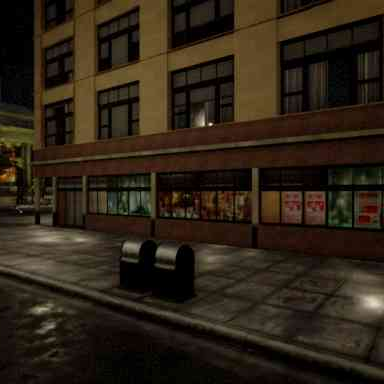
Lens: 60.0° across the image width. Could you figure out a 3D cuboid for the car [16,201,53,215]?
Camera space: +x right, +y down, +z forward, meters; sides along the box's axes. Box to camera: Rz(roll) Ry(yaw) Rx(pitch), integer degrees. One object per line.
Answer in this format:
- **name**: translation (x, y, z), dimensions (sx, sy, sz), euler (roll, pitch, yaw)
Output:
- **car**: translation (-15.052, 1.599, 33.727), dimensions (1.895, 1.301, 4.718), euler (0, 0, 37)
